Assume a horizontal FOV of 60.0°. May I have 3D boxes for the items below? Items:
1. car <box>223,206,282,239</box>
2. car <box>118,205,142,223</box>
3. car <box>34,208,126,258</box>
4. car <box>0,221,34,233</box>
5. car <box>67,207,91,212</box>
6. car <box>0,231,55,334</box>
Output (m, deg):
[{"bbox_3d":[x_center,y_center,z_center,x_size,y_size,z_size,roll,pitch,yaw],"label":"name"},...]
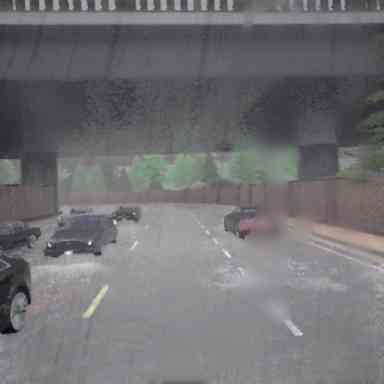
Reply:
[{"bbox_3d":[2.813,1.391,16.335,1.994,1.385,4.181,-2,0,-6],"label":"car"},{"bbox_3d":[-5.114,1.697,26.511,1.895,1.301,4.718,-2,0,-4],"label":"car"},{"bbox_3d":[-4.300,1.664,13.852,2.033,1.411,5.357,-2,0,-3],"label":"car"},{"bbox_3d":[-7.762,1.860,13.135,1.895,1.301,4.718,-2,0,-4],"label":"car"},{"bbox_3d":[-8.515,1.841,25.013,1.895,1.301,4.718,-2,0,-4],"label":"car"},{"bbox_3d":[-3.705,1.625,4.117,2.128,1.511,4.902,-2,0,-4],"label":"car"}]
